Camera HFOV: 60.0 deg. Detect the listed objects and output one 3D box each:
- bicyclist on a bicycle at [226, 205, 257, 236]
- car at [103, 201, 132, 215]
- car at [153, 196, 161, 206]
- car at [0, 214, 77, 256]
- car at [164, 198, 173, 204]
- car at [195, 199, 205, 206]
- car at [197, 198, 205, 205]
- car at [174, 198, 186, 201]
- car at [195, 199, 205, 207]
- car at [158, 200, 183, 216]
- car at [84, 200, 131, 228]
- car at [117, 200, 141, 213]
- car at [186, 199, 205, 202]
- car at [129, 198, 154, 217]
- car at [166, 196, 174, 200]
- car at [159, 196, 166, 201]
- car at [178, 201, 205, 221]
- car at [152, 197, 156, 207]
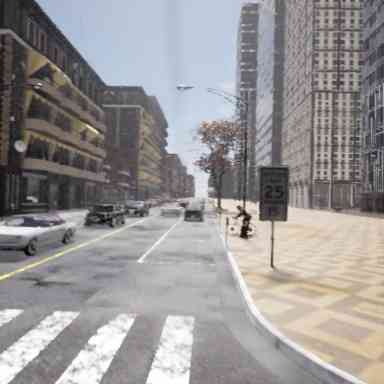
[{"bbox_3d":[2.655,1.541,17.775,1.656,1.620,0.582,1,-1,2],"label":"bicyclist on a bicycle"},{"bbox_3d":[-7.991,1.686,36.019,1.947,1.339,4.313,2,-1,2],"label":"car"},{"bbox_3d":[-7.165,1.888,58.110,1.752,1.417,4.829,2,-1,2],"label":"car"},{"bbox_3d":[-6.274,1.545,12.977,1.895,1.301,4.718,2,-1,2],"label":"car"},{"bbox_3d":[-6.121,2.218,86.107,1.887,1.381,4.507,2,-1,2],"label":"car"},{"bbox_3d":[1.835,2.331,74.660,2.008,1.369,4.403,2,-1,2],"label":"car"},{"bbox_3d":[2.255,2.345,85.792,1.967,1.590,4.097,2,-1,2],"label":"car"},{"bbox_3d":[-1.485,2.043,55.520,2.033,1.411,5.357,2,-1,2],"label":"car"},{"bbox_3d":[1.627,2.269,69.096,2.008,1.369,4.403,2,-1,2],"label":"car"},{"bbox_3d":[-2.210,1.885,36.232,1.895,1.301,4.718,2,-1,2],"label":"car"},{"bbox_3d":[-5.893,1.557,23.030,1.837,1.490,4.892,2,-1,2],"label":"car"},{"bbox_3d":[-7.783,1.732,41.584,2.008,1.369,4.403,2,-1,2],"label":"car"},{"bbox_3d":[0.588,1.963,41.268,2.008,1.369,4.403,2,-1,2],"label":"car"},{"bbox_3d":[-5.498,1.655,33.315,2.128,1.511,4.902,2,-1,2],"label":"car"},{"bbox_3d":[-6.318,1.927,80.543,2.192,1.841,5.009,2,-1,2],"label":"car"},{"bbox_3d":[-6.941,1.741,63.849,2.192,1.841,5.009,2,-1,2],"label":"car"},{"bbox_3d":[0.172,1.842,30.137,2.008,1.369,4.403,2,-1,2],"label":"car"},{"bbox_3d":[-7.368,1.869,52.715,1.947,1.339,4.313,2,-1,2],"label":"car"}]
